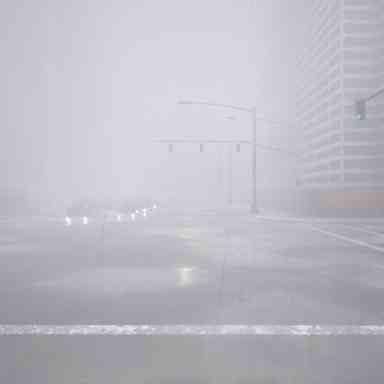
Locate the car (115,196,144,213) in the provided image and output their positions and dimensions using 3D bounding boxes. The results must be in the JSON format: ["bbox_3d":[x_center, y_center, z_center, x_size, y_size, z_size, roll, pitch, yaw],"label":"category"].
[{"bbox_3d":[-7.048,1.517,37.862,1.837,1.490,4.892,0,0,0],"label":"car"}]

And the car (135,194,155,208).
[{"bbox_3d":[-7.031,1.507,48.212,2.128,1.511,4.902,0,0,0],"label":"car"}]

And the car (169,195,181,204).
[{"bbox_3d":[-3.412,1.512,64.122,2.128,1.511,4.902,0,0,0],"label":"car"}]

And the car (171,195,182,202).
[{"bbox_3d":[-3.398,1.379,74.406,2.128,1.511,4.902,0,0,0],"label":"car"}]

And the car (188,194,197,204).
[{"bbox_3d":[0.088,1.568,64.117,2.033,1.411,5.357,0,0,0],"label":"car"}]

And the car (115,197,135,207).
[{"bbox_3d":[-10.523,1.564,52.515,2.033,1.411,5.357,0,0,0],"label":"car"}]

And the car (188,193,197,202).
[{"bbox_3d":[0.102,1.209,74.372,2.097,1.767,4.553,0,0,0],"label":"car"}]

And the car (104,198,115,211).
[{"bbox_3d":[-10.540,1.491,41.878,1.882,1.535,5.008,0,0,0],"label":"car"}]

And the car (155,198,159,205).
[{"bbox_3d":[-6.999,1.620,58.536,1.895,1.301,4.718,0,0,0],"label":"car"}]

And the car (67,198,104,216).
[{"bbox_3d":[-10.593,1.363,32.746,2.097,1.767,4.553,0,0,1],"label":"car"}]

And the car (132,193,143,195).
[{"bbox_3d":[-10.458,1.498,63.831,1.882,1.535,5.008,0,0,0],"label":"car"}]
